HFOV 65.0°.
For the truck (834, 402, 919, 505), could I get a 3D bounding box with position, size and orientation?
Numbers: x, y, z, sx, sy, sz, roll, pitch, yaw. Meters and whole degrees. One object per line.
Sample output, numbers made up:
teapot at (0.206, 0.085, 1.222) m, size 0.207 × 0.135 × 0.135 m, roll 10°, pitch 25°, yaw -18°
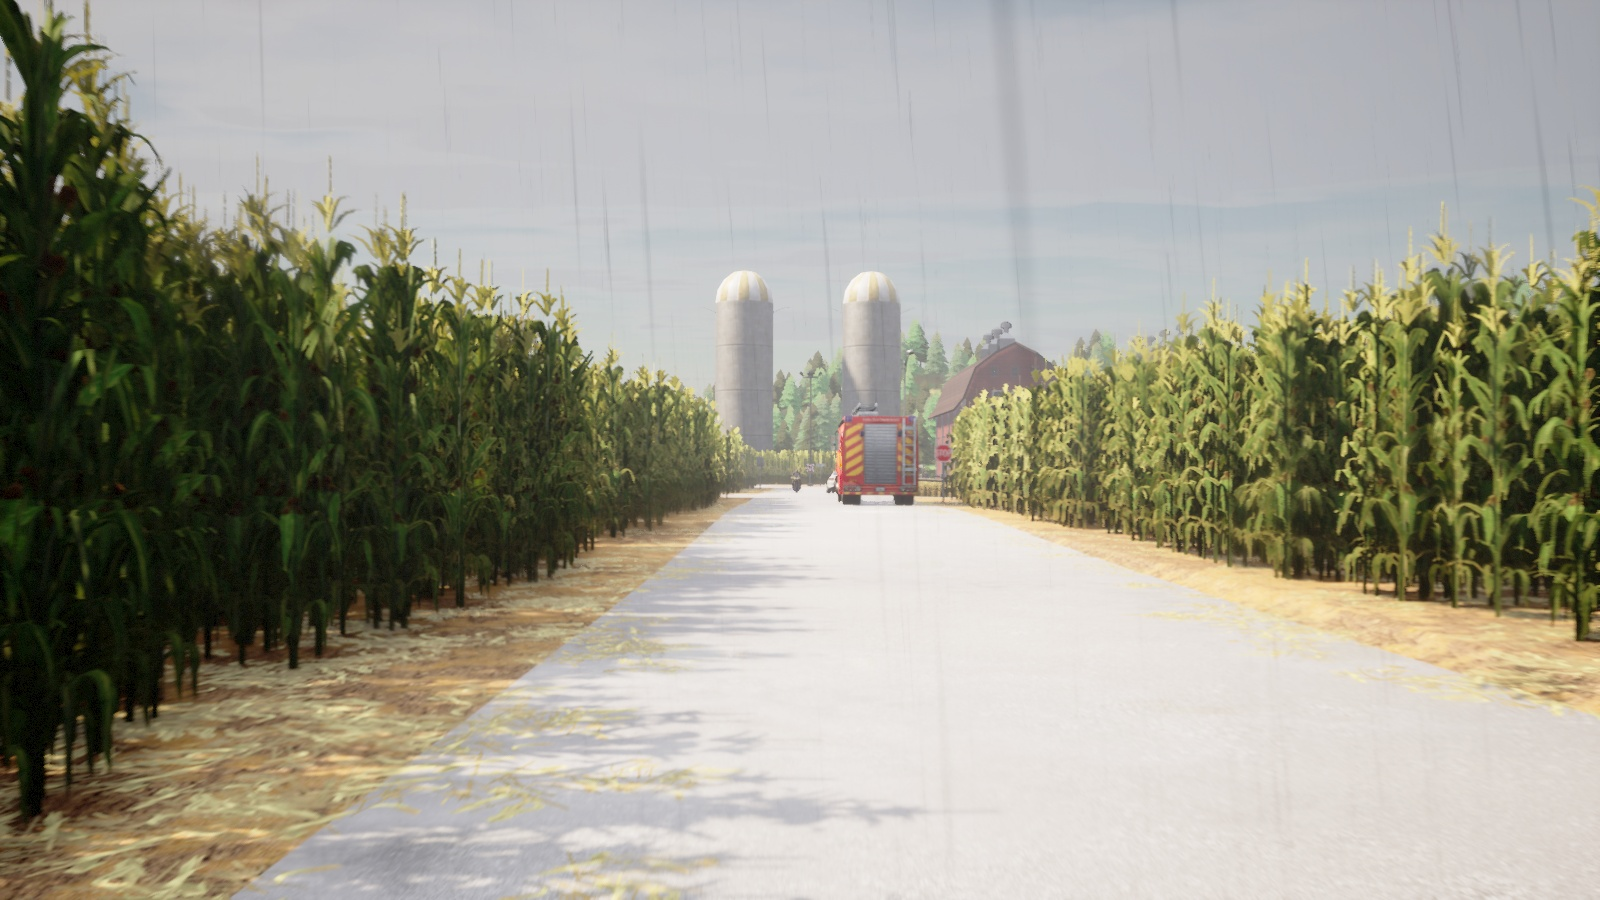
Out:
truck at (2.970, 0.226, 51.056) m, size 2.891 × 3.827 × 8.468 m, roll 0°, pitch -1°, yaw 0°
